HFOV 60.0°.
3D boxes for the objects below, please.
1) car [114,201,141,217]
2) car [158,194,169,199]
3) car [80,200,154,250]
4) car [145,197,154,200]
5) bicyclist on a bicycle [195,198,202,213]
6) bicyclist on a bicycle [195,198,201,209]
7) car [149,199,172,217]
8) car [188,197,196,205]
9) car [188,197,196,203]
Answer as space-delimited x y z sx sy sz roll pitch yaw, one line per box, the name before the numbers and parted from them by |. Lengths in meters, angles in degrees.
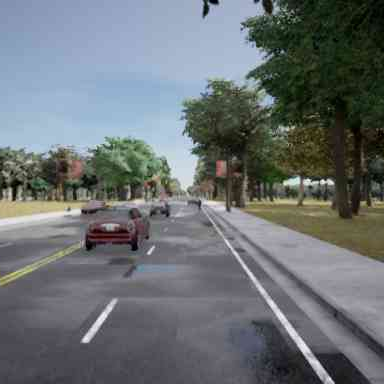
car | -6.588 1.707 34.420 1.812 1.442 4.674 0 0 0
car | -6.487 1.447 76.364 2.150 2.045 5.566 0 0 0
car | -3.149 1.430 14.924 2.097 1.767 4.553 0 0 0
car | -9.737 1.775 76.393 1.994 1.385 4.181 0 0 0
bicyclist on a bicycle | 0.902 1.659 39.231 0.582 1.620 1.656 0 -1 0
bicyclist on a bicycle | 0.894 1.700 50.515 0.866 1.612 1.509 0 0 0
car | -3.145 1.703 33.645 1.812 1.442 4.674 0 0 0
car | 0.012 1.900 70.514 2.033 1.411 5.357 0 0 0
car | 0.014 1.912 81.009 1.895 1.301 4.718 0 0 0
